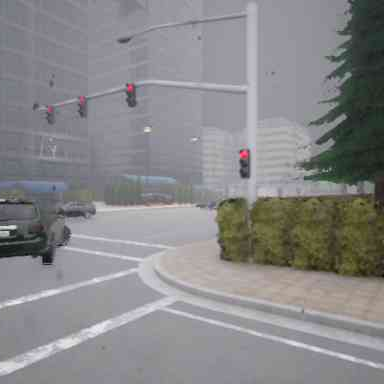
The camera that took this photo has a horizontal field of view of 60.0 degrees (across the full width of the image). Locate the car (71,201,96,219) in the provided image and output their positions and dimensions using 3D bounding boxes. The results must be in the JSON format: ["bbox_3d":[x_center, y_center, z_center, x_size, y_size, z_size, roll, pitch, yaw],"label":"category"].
[{"bbox_3d":[-10.055,1.517,26.850,2.128,1.511,4.902,0,0,35],"label":"car"}]

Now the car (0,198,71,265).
[{"bbox_3d":[-5.795,1.233,11.645,2.150,2.045,5.566,-2,0,-15],"label":"car"}]

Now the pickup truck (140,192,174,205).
[{"bbox_3d":[-6.121,1.099,55.074,6.274,2.098,2.390,0,0,-24],"label":"pickup truck"}]

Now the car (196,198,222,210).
[{"bbox_3d":[2.702,1.574,44.965,2.033,1.411,5.357,0,0,35],"label":"car"}]
